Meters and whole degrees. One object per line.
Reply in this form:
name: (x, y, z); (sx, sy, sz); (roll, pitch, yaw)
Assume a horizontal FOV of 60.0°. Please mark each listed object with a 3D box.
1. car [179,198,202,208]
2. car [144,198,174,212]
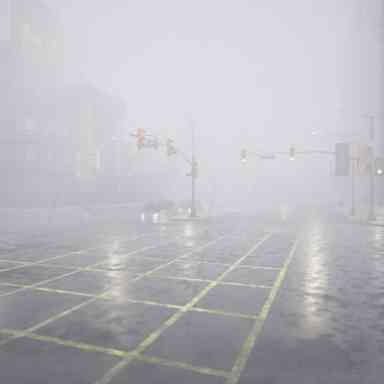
car: (-0.195, 1.599, 48.507); (1.895, 1.301, 4.718); (0, 0, 21)
car: (-3.775, 1.477, 38.940); (1.882, 1.535, 5.008); (0, 0, 23)
